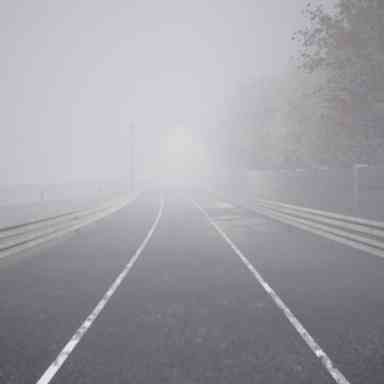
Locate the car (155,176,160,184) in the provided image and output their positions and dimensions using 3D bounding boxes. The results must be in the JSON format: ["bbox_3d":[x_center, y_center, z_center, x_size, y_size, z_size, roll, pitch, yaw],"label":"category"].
[{"bbox_3d":[-10.264,-2.538,82.453,2.033,1.411,5.357,1,4,21],"label":"car"}]

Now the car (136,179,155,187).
[{"bbox_3d":[-10.502,-1.832,71.967,1.994,1.385,4.181,1,4,21],"label":"car"}]

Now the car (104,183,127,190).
[{"bbox_3d":[-12.819,-0.819,55.887,2.128,1.511,4.902,1,4,20],"label":"car"}]

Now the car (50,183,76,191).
[{"bbox_3d":[-20.936,-0.642,54.165,1.837,1.490,4.892,1,4,20],"label":"car"}]
